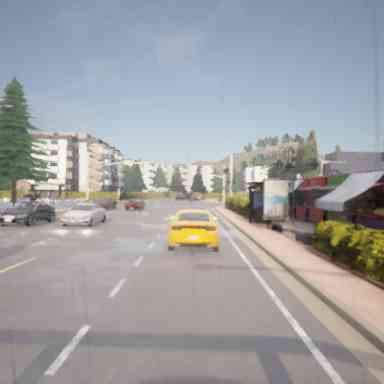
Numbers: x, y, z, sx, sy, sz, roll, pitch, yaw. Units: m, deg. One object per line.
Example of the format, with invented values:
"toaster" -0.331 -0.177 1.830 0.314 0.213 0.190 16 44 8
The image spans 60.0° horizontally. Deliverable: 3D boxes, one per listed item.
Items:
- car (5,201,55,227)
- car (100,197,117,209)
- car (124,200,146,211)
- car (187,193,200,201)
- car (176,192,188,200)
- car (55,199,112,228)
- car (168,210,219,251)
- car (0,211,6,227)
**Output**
"car" -10.467 1.358 21.447 2.128 1.511 4.902 1 0 1
"car" -10.276 1.378 39.743 1.882 1.535 5.008 1 0 0
"car" -6.778 1.564 39.692 1.895 1.301 4.718 1 0 0
"car" 0.431 1.523 87.322 2.033 1.411 5.357 1 0 3
"car" -3.035 1.300 88.141 2.097 1.767 4.553 1 0 6
"car" -6.962 1.436 21.876 1.812 1.442 4.674 1 0 1
"car" 0.071 1.486 14.258 1.882 1.535 5.008 1 0 0
"car" -7.063 1.403 8.076 2.128 1.511 4.902 1 0 0
